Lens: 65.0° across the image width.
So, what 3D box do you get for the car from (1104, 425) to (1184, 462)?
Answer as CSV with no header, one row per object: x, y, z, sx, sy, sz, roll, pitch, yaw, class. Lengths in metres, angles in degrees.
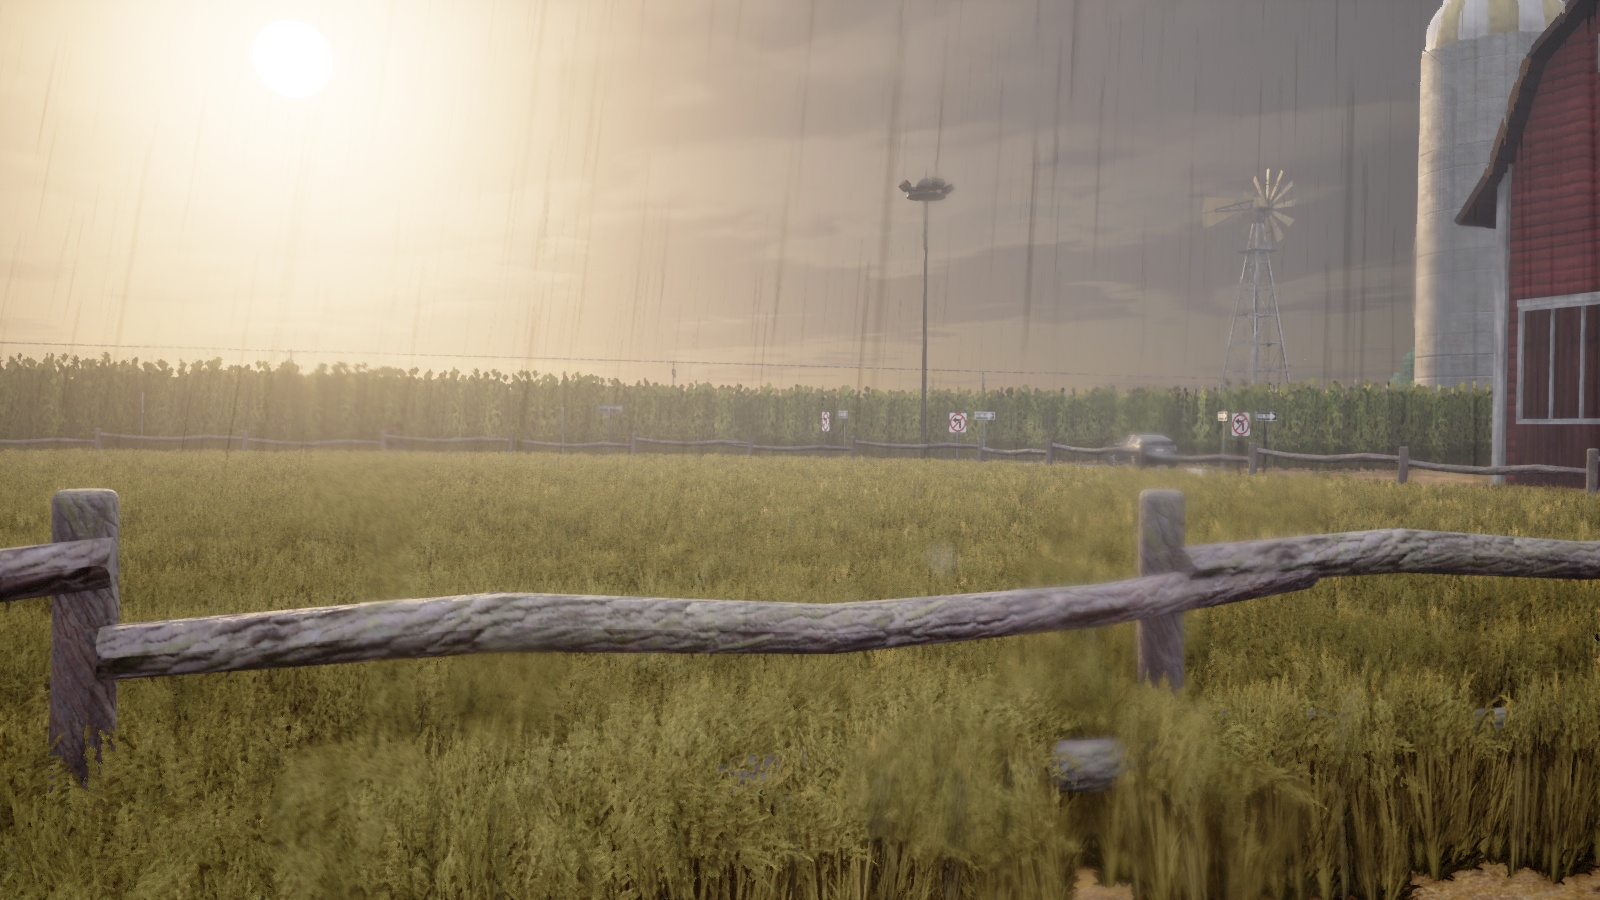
14.829,-0.300,54.348,2.007,1.525,4.514,-1,1,-3,car
